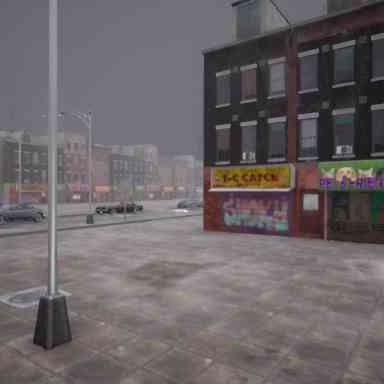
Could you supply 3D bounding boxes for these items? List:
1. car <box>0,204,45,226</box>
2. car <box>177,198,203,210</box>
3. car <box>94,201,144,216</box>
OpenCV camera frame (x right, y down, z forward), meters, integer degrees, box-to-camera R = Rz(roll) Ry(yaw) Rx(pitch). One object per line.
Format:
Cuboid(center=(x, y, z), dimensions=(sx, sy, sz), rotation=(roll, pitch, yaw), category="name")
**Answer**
Cuboid(center=(-12.622, 1.515, 23.386), dimensions=(1.994, 1.385, 4.181), rotation=(0, 0, 36), category="car")
Cuboid(center=(-0.056, 1.437, 41.164), dimensions=(1.994, 1.385, 4.181), rotation=(0, 0, 36), category="car")
Cuboid(center=(-6.862, 1.515, 31.543), dimensions=(1.895, 1.301, 4.718), rotation=(0, 0, 35), category="car")
